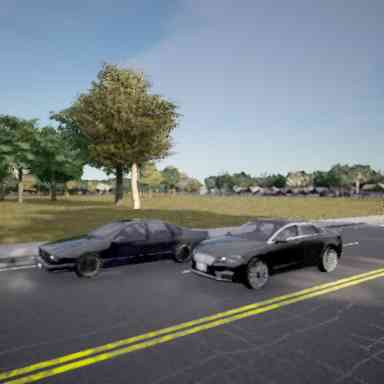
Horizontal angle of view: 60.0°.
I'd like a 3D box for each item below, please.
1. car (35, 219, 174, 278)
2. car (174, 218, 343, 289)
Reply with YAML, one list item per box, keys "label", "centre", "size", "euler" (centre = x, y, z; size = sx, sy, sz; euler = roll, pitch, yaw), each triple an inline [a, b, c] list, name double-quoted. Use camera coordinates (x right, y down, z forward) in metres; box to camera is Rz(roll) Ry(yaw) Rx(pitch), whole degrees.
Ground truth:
- label: "car"
  centre: [-1.847, 1.558, 10.349]
  size: [5.357, 1.411, 2.033]
  euler: [0, 0, -35]
- label: "car"
  centre: [2.224, 1.505, 9.250]
  size: [4.902, 1.511, 2.128]
  euler: [0, 0, -35]
